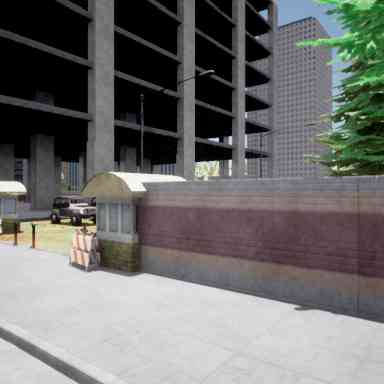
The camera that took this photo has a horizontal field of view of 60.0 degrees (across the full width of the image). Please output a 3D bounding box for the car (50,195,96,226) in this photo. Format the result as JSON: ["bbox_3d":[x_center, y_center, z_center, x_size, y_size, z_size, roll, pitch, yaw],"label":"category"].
[{"bbox_3d":[-7.641,1.169,21.792,3.866,1.878,1.905,0,0,38],"label":"car"}]

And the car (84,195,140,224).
[{"bbox_3d":[-5.842,1.169,24.119,3.866,1.878,1.905,0,0,38],"label":"car"}]
